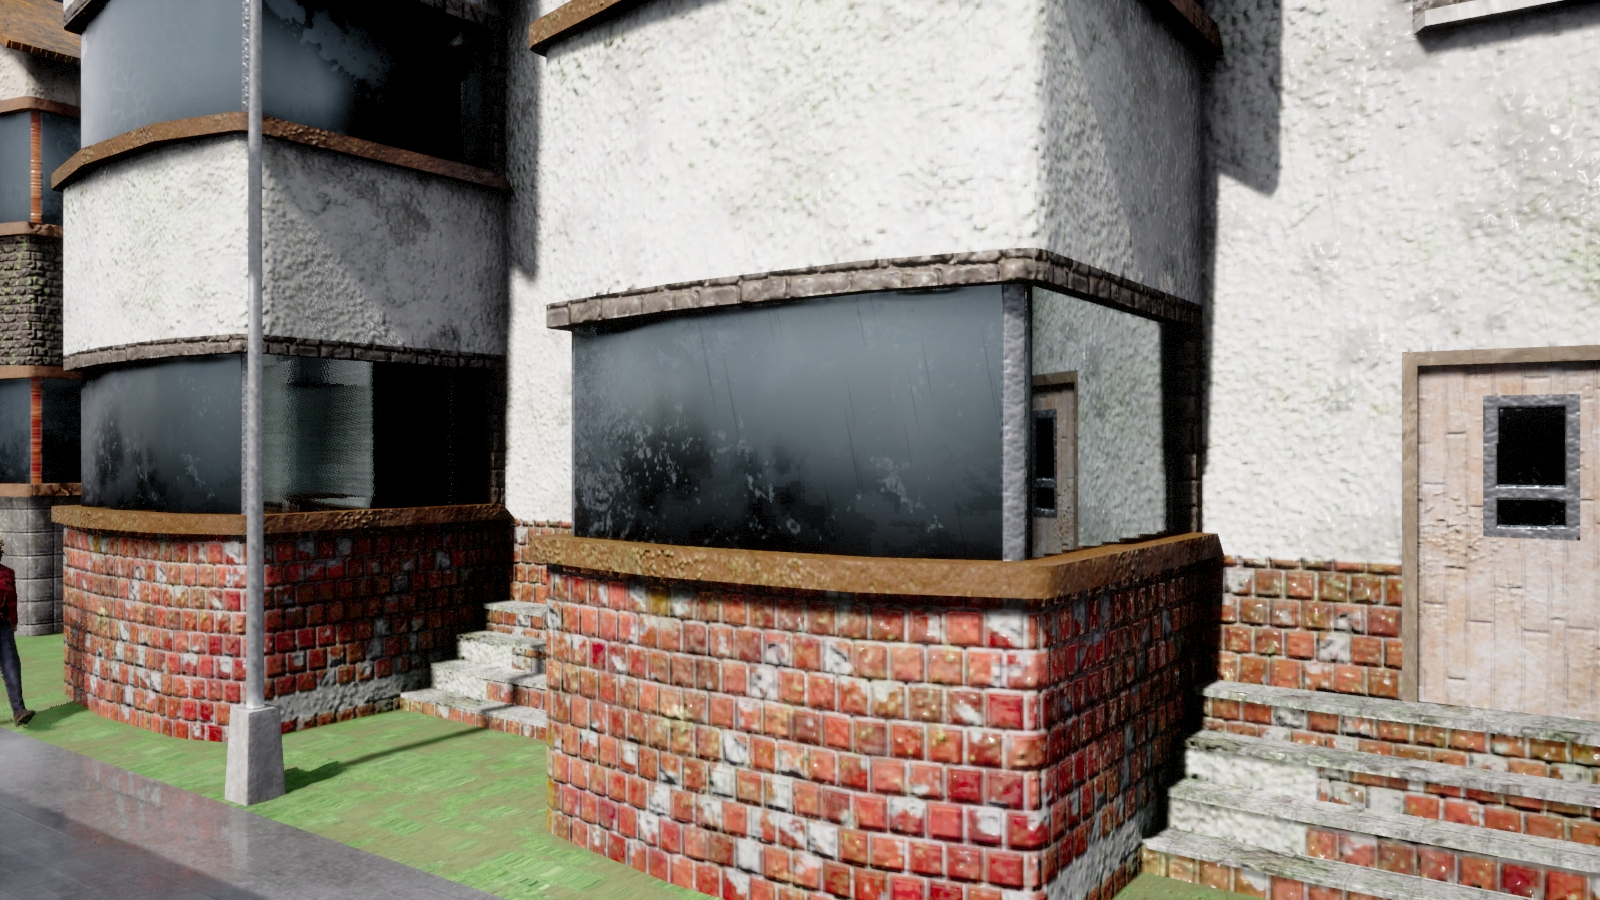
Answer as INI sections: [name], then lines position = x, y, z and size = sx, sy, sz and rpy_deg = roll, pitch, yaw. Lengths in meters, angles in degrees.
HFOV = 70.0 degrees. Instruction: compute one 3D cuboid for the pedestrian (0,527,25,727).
[pedestrian]
position = -7.675, 1.677, 10.891
size = 0.375, 1.860, 0.375
rpy_deg = 0, 0, 35
